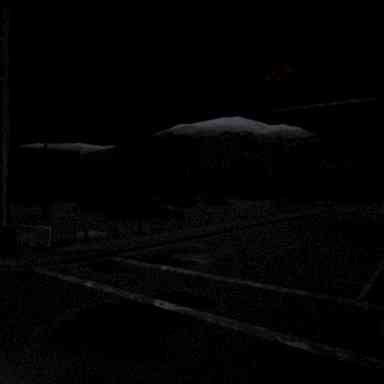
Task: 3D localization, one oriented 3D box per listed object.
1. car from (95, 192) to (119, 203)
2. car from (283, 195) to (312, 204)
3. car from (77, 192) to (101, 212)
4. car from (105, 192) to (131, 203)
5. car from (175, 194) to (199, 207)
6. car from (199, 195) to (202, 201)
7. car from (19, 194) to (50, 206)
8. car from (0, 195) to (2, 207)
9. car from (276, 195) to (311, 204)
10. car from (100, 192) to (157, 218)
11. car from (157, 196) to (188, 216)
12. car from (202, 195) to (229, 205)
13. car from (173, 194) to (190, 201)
[{"bbox_3d":[-14.581,0.946,57.023,3.866,1.878,1.905,0,0,35],"label":"car"},{"bbox_3d":[18.868,1.272,59.636,4.514,1.523,2.007,0,0,35],"label":"car"},{"bbox_3d":[-9.635,1.031,33.967,4.605,1.855,1.932,0,0,35],"label":"car"},{"bbox_3d":[-13.235,0.963,59.631,4.605,1.855,1.932,0,0,35],"label":"car"},{"bbox_3d":[-1.842,1.225,43.711,4.514,1.523,2.007,0,0,35],"label":"car"},{"bbox_3d":[1.961,1.262,67.976,3.806,1.475,1.970,0,0,35],"label":"car"},{"bbox_3d":[-21.990,1.032,46.592,5.027,1.636,2.152,0,0,35],"label":"car"},{"bbox_3d":[-25.442,1.116,41.172,3.806,1.475,1.970,0,0,35],"label":"car"},{"bbox_3d":[17.094,1.265,57.048,5.027,1.636,2.152,0,0,35],"label":"car"},{"bbox_3d":[-5.123,1.037,26.731,3.866,1.878,1.905,0,0,35],"label":"car"},{"bbox_3d":[-2.700,1.320,29.089,3.806,1.475,1.970,0,0,35],"label":"car"},{"bbox_3d":[3.979,1.239,51.834,3.633,1.501,1.845,0,0,35],"label":"car"},{"bbox_3d":[-2.363,1.227,74.703,3.633,1.501,1.845,0,0,35],"label":"car"}]
